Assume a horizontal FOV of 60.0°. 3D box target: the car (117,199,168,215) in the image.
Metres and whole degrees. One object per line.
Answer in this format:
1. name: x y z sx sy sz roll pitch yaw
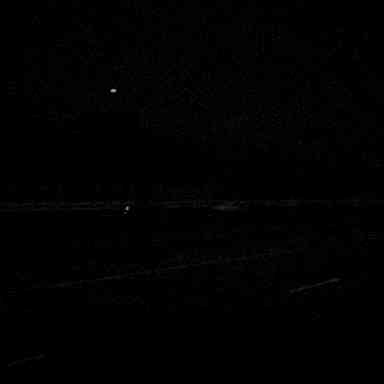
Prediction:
1. car: -4.548 1.425 30.791 4.553 1.767 2.097 0 0 -35

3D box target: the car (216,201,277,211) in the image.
1. car: 4.417 1.600 24.271 4.892 1.490 1.837 1 -1 -35

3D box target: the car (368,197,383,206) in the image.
1. car: 29.185 1.936 50.404 4.181 1.385 1.994 1 0 -35

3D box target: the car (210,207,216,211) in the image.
1. car: 3.897 1.645 32.463 4.674 1.442 1.812 1 0 -35

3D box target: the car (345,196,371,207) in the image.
1. car: 26.652 1.588 52.890 5.566 2.045 2.150 1 0 -35
